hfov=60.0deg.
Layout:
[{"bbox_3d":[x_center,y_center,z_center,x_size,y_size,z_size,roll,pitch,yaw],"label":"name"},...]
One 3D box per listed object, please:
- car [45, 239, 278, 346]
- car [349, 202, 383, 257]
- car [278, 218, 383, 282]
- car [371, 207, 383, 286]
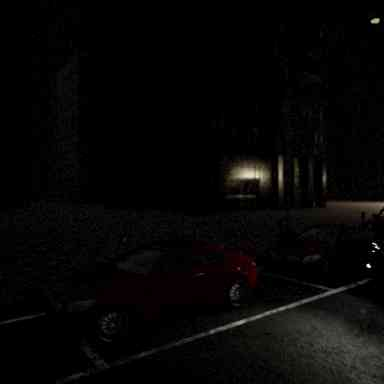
[{"bbox_3d":[-0.511,1.606,6.341,4.206,1.307,1.802,0,0,-37],"label":"car"},{"bbox_3d":[8.589,1.324,13.131,5.009,1.841,2.192,0,0,-37],"label":"car"},{"bbox_3d":[4.040,1.598,9.735,4.206,1.307,1.802,0,0,-37],"label":"car"},{"bbox_3d":[6.580,1.223,8.301,5.566,2.045,2.150,0,0,-37],"label":"car"}]
